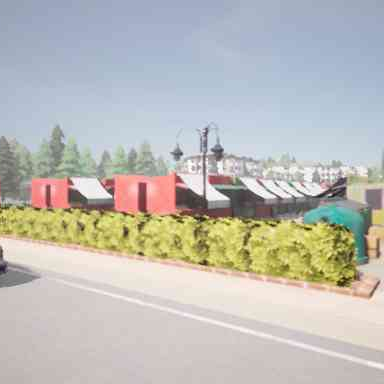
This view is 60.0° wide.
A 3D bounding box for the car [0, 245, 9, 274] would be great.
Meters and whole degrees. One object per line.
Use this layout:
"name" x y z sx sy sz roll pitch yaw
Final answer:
"car" -6.965 1.549 8.857 5.357 1.411 2.033 0 0 36
